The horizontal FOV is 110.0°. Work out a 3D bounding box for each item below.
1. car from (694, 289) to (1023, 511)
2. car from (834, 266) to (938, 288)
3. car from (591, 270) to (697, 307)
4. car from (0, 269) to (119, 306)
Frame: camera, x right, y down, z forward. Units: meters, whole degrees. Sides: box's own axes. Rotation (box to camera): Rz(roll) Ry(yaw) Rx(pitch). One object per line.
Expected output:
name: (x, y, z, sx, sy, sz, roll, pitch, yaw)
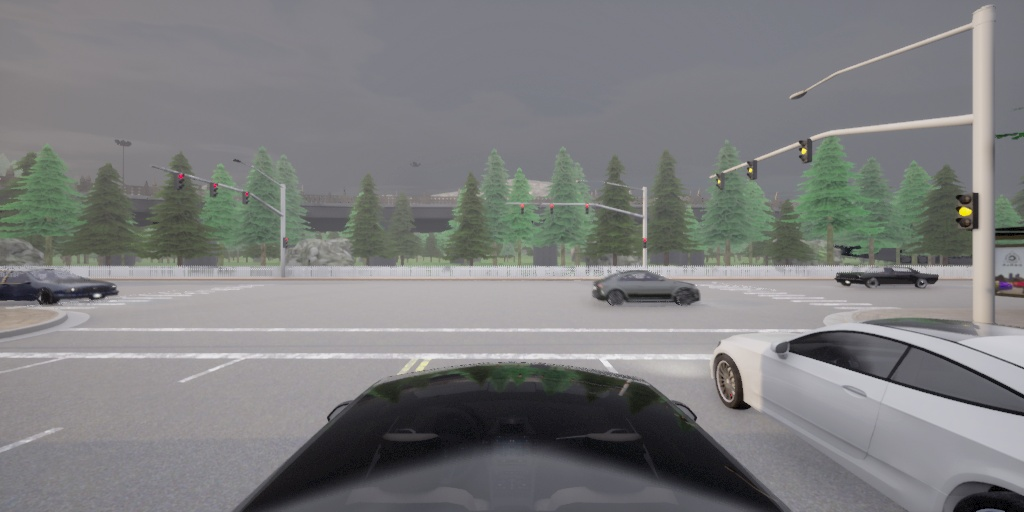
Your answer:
car: (3.656, 1.275, 3.148, 1.812, 1.442, 4.674, 0, 0, 2)
car: (22.861, 1.291, 22.055, 4.718, 1.301, 1.895, 0, 0, 0)
car: (5.430, 1.287, 14.876, 4.181, 1.385, 1.994, 0, 0, 0)
car: (-19.688, 1.239, 14.814, 5.357, 1.411, 2.033, 0, 0, 2)
